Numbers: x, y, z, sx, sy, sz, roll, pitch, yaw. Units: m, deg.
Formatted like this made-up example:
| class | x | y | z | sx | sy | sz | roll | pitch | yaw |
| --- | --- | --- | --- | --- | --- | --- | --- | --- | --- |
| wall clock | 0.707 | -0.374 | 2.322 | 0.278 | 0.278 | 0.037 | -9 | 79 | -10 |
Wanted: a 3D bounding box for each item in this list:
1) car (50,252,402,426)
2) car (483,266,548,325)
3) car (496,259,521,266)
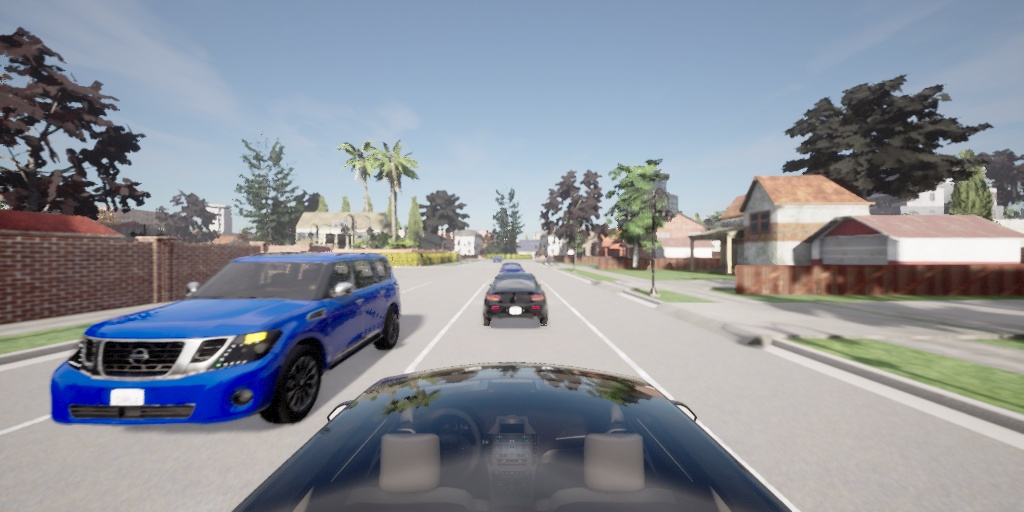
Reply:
| class | x | y | z | sx | sy | sz | roll | pitch | yaw |
| --- | --- | --- | --- | --- | --- | --- | --- | --- | --- |
| car | -3.586 | 0.946 | 6.095 | 2.150 | 2.045 | 5.566 | 0 | 0 | 0 |
| car | 0.106 | 1.222 | 11.451 | 1.812 | 1.442 | 4.674 | 0 | 0 | 0 |
| car | -0.041 | 1.146 | 24.844 | 1.812 | 1.442 | 4.674 | 0 | 0 | -3 |
